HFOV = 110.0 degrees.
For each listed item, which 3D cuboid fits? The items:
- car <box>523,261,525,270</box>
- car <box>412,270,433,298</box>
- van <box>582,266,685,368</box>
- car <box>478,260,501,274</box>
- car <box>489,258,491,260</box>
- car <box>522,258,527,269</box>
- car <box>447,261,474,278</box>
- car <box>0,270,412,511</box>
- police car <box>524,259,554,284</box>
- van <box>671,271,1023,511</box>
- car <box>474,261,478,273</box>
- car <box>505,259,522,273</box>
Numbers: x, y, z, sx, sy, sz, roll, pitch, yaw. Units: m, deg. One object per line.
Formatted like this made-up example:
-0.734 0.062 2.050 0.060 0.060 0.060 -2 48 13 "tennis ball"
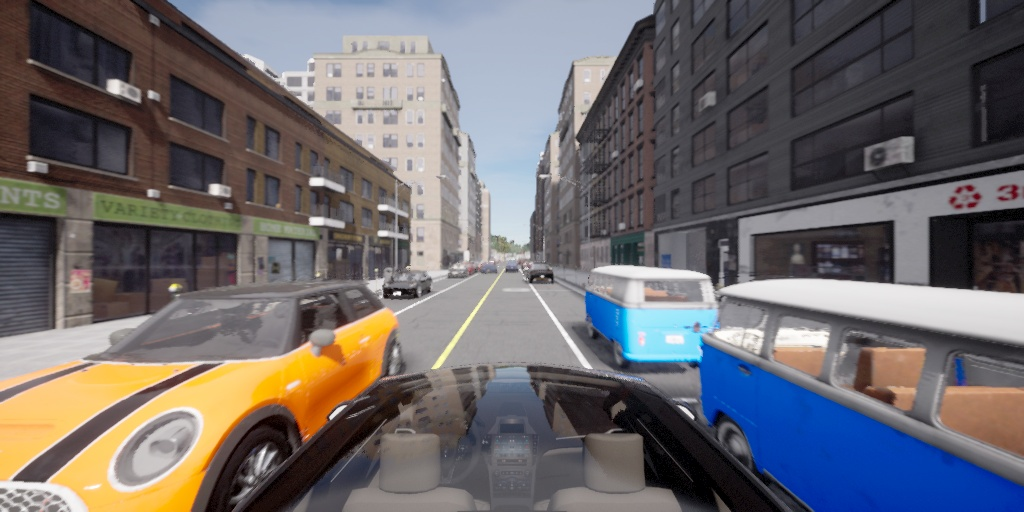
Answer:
2.645 1.501 41.760 1.888 1.381 4.507 0 0 0 "car"
-5.384 1.405 19.032 1.948 1.339 4.313 0 0 0 "car"
2.638 1.122 7.667 1.690 1.789 3.998 0 0 0 "van"
-2.823 1.536 44.902 1.994 1.385 4.181 0 0 0 "car"
-5.375 1.510 64.490 1.967 1.591 4.097 0 0 0 "car"
2.646 1.424 47.443 1.967 1.591 4.097 0 0 0 "car"
-5.381 1.477 36.079 2.007 1.370 4.403 0 0 0 "car"
-2.840 1.113 3.959 2.097 1.767 4.553 0 0 0 "car"
2.247 1.316 29.014 1.930 1.638 5.238 0 0 0 "police car"
2.637 1.092 1.984 1.690 1.789 3.998 0 0 0 "van"
-5.380 1.501 41.761 1.888 1.381 4.507 0 0 0 "car"
0.032 1.544 49.881 2.033 1.411 5.357 0 0 1 "car"
